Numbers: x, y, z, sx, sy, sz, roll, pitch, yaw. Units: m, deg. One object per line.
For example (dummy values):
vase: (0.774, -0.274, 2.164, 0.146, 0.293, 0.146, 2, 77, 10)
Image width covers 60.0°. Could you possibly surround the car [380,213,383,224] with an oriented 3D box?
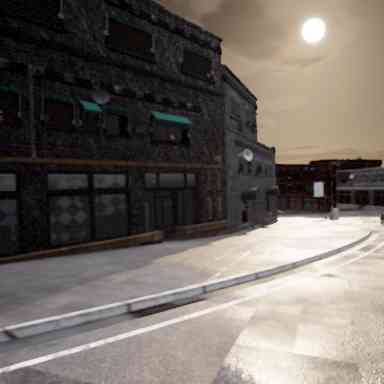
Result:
car: (18.108, 2.227, 29.525, 2.033, 1.411, 5.357, -2, -3, 20)
